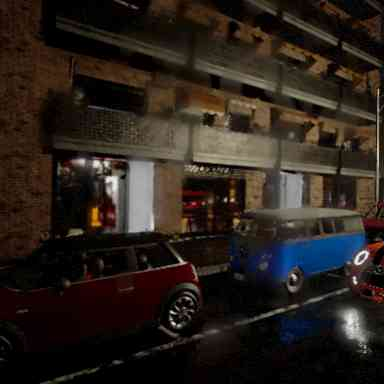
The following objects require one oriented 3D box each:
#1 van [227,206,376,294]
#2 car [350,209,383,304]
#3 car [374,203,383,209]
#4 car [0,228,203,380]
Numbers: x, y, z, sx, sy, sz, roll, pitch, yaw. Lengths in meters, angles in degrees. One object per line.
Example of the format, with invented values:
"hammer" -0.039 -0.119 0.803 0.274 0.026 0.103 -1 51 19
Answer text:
"van" 2.752 1.335 8.498 3.998 1.788 1.690 0 1 -35
"car" 5.466 1.344 7.278 4.553 1.767 2.097 0 0 -35
"car" 7.390 1.304 11.807 5.009 1.841 2.192 0 1 -35
"car" -1.887 1.440 5.191 4.097 1.590 1.967 0 1 -35
